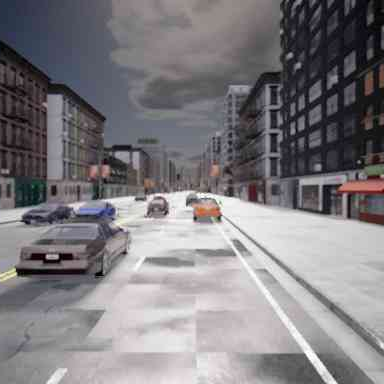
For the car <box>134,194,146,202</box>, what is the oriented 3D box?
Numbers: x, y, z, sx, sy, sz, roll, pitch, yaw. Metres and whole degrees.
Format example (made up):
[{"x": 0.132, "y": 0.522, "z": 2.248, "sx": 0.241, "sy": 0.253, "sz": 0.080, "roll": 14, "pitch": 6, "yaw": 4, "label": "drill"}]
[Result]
[{"x": -9.760, "y": 1.181, "z": 63.534, "sx": 2.033, "sy": 1.411, "sz": 5.357, "roll": 0, "pitch": 0, "yaw": 0, "label": "car"}]

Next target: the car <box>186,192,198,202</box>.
[{"x": 0.003, "y": 0.991, "z": 62.693, "sx": 2.097, "sy": 1.767, "sz": 4.553, "roll": 0, "pitch": 0, "yaw": 0, "label": "car"}]

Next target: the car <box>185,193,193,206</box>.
[{"x": 0.028, "y": 1.226, "z": 49.209, "sx": 1.837, "sy": 1.490, "sz": 4.892, "roll": 0, "pitch": 1, "yaw": 1, "label": "car"}]

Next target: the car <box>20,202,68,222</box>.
[{"x": -9.849, "y": 1.424, "z": 23.247, "sx": 2.033, "sy": 1.411, "sz": 5.357, "roll": 0, "pitch": 0, "yaw": 0, "label": "car"}]

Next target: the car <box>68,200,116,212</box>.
[{"x": -6.599, "y": 1.355, "z": 23.079, "sx": 1.882, "sy": 1.535, "sz": 5.008, "roll": 0, "pitch": 0, "yaw": 0, "label": "car"}]

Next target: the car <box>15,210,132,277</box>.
[{"x": -3.150, "y": 1.497, "z": 10.006, "sx": 2.033, "sy": 1.411, "sz": 5.357, "roll": 0, "pitch": 0, "yaw": 0, "label": "car"}]

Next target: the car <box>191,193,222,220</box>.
[{"x": 1.137, "y": 1.209, "z": 26.347, "sx": 2.097, "sy": 1.767, "sz": 4.553, "roll": 0, "pitch": 0, "yaw": 0, "label": "car"}]

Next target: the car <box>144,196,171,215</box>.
[{"x": -3.149, "y": 1.352, "z": 31.709, "sx": 1.812, "sy": 1.442, "sz": 4.674, "roll": 0, "pitch": 0, "yaw": 0, "label": "car"}]
